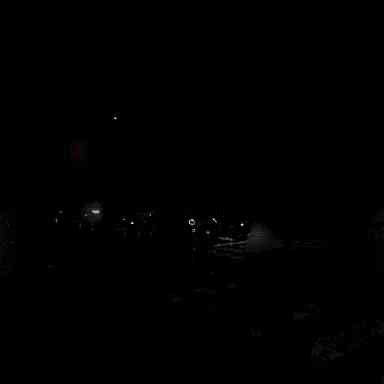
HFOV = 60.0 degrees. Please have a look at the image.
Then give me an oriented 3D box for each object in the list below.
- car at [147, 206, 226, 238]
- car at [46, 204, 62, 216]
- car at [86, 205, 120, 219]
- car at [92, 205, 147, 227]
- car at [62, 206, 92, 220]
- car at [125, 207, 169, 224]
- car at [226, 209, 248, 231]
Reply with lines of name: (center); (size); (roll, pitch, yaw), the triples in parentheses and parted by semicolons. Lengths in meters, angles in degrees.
car: (-0.474, 1.636, 19.644); (2.097, 1.767, 4.553); (0, -1, -36)
car: (-17.716, 2.331, 43.350); (2.128, 1.511, 4.902); (0, -1, -36)
car: (-10.422, 2.230, 38.810); (2.033, 1.411, 5.357); (0, -1, -36)
car: (-6.052, 2.009, 27.299); (2.033, 1.411, 5.357); (0, -1, -35)
car: (-11.888, 2.214, 35.311); (1.994, 1.385, 4.181); (0, -1, -36)
car: (-4.201, 2.082, 30.271); (1.895, 1.301, 4.718); (0, -1, -36)
car: (1.628, 1.801, 22.280); (1.837, 1.490, 4.892); (0, -1, -36)
